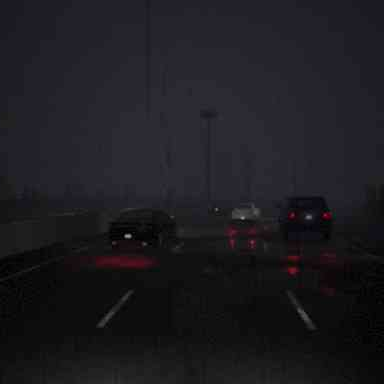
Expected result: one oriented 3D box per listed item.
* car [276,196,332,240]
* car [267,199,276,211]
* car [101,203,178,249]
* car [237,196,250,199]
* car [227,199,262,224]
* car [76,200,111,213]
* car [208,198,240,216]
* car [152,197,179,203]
[{"bbox_3d":[5.702,1.199,17.219,2.150,2.045,5.566,0,0,12],"label":"car"},{"bbox_3d":[10.706,1.538,40.634,2.033,1.411,5.357,0,0,28],"label":"car"},{"bbox_3d":[-1.922,1.446,14.521,1.882,1.535,5.008,0,0,9],"label":"car"},{"bbox_3d":[8.730,1.530,58.147,2.128,1.511,4.902,0,0,32],"label":"car"},{"bbox_3d":[4.045,1.497,24.478,1.812,1.442,4.674,0,0,16],"label":"car"},{"bbox_3d":[-10.622,1.525,36.119,1.994,1.385,4.181,0,0,21],"label":"car"},{"bbox_3d":[2.956,1.537,31.975,1.994,1.385,4.181,0,0,21],"label":"car"},{"bbox_3d":[-3.504,1.461,43.830,1.882,1.535,5.008,0,0,26],"label":"car"}]
